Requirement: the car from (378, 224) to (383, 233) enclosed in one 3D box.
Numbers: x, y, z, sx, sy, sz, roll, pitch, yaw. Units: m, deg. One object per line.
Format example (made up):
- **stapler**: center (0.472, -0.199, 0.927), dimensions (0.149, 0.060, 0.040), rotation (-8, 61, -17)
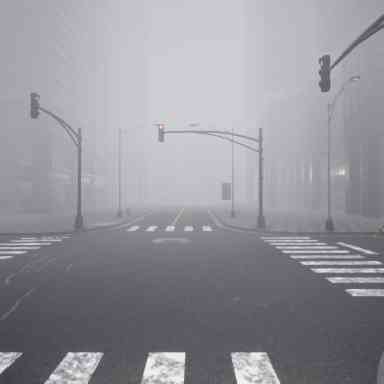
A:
- **car**: center (11.753, 1.564, 16.181), dimensions (4.829, 1.417, 1.752), rotation (0, -1, 0)
